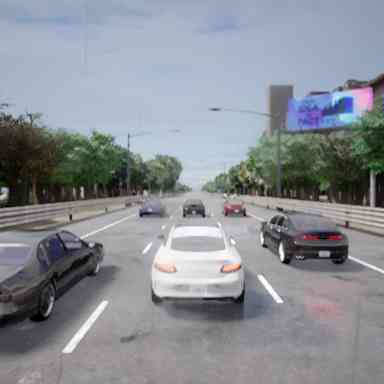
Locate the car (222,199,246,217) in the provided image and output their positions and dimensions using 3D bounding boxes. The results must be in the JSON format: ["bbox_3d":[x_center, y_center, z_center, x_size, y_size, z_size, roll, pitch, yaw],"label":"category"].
[{"bbox_3d":[3.672,1.353,29.456,1.812,1.442,4.674,0,0,0],"label":"car"}]

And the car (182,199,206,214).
[{"bbox_3d":[0.171,1.337,28.578,1.837,1.490,4.892,0,0,0],"label":"car"}]

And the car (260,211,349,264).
[{"bbox_3d":[3.628,1.437,11.517,1.837,1.490,4.892,0,0,0],"label":"car"}]

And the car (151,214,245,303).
[{"bbox_3d":[0.119,1.478,7.974,1.812,1.442,4.674,0,0,0],"label":"car"}]

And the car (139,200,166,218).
[{"bbox_3d":[-3.331,1.396,28.628,1.994,1.385,4.181,0,0,0],"label":"car"}]

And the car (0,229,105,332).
[{"bbox_3d":[-3.383,1.505,7.081,2.033,1.411,5.357,0,0,0],"label":"car"}]
